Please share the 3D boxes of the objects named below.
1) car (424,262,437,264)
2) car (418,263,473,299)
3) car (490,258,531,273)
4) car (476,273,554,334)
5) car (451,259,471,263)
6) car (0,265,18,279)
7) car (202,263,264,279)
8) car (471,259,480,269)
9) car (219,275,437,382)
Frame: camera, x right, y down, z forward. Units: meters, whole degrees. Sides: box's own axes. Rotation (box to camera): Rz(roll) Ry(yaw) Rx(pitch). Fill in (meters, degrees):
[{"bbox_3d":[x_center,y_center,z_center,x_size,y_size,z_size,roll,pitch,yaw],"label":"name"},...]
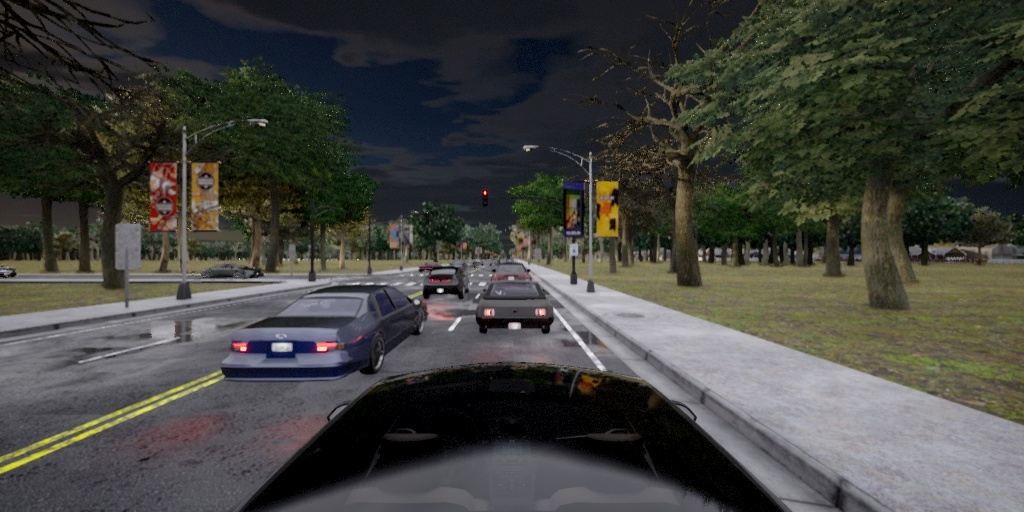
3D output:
[{"bbox_3d":[-10.080,1.374,43.944,1.895,1.301,4.718,0,0,0],"label":"car"},{"bbox_3d":[-3.215,1.261,18.095,1.837,1.490,4.892,0,0,-2],"label":"car"},{"bbox_3d":[-0.033,1.109,19.624,2.097,1.767,4.553,0,0,0],"label":"car"},{"bbox_3d":[0.057,1.354,10.638,1.895,1.301,4.718,0,0,0],"label":"car"},{"bbox_3d":[-6.835,1.263,45.143,2.128,1.511,4.902,0,0,0],"label":"car"},{"bbox_3d":[-44.518,1.210,29.904,4.902,1.511,2.128,0,0,0],"label":"car"},{"bbox_3d":[-23.292,1.303,29.988,4.181,1.385,1.994,0,0,0],"label":"car"},{"bbox_3d":[-6.898,1.281,59.058,2.128,1.511,4.902,0,0,0],"label":"car"},{"bbox_3d":[-3.174,1.299,7.428,2.033,1.411,5.357,0,0,0],"label":"car"}]
